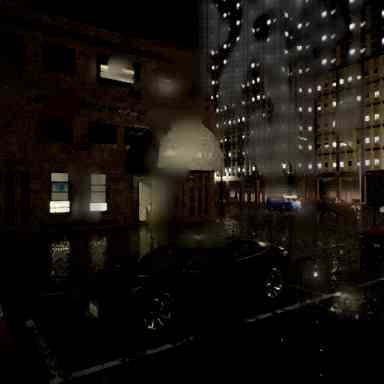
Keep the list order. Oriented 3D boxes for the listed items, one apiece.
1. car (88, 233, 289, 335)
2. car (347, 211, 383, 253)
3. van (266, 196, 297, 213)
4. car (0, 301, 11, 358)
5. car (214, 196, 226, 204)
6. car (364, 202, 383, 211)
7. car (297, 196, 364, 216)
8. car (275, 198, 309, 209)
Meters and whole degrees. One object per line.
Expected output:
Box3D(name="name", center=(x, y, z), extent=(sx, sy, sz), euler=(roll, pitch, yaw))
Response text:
Box3D(name="car", center=(0.153, 1.565, 6.741), extent=(4.313, 1.339, 1.947), euler=(0, 0, -35))
Box3D(name="car", center=(7.999, 1.543, 12.407), extent=(4.507, 1.381, 1.887), euler=(0, 0, -35))
Box3D(name="van", center=(9.927, 1.326, 36.263), extent=(1.690, 1.788, 3.998), euler=(0, 0, -35))
Box3D(name="car", center=(-4.314, 1.440, 3.493), extent=(4.097, 1.590, 1.967), euler=(0, 0, -35))
Box3D(name="car", center=(4.054, 1.437, 59.384), extent=(1.752, 1.417, 4.829), euler=(0, 0, -35))
Box3D(name="car", center=(19.972, 1.499, 36.502), extent=(2.008, 1.369, 4.403), euler=(0, 0, -35))
Box3D(name="car", center=(13.091, 1.308, 31.715), extent=(2.192, 1.841, 5.009), euler=(0, 0, -35))
Box3D(name="car", center=(13.643, 1.514, 45.599), extent=(1.802, 1.307, 4.206), euler=(0, 0, -35))
